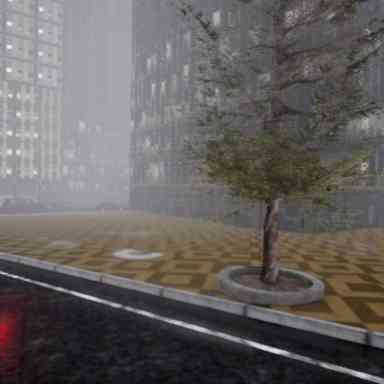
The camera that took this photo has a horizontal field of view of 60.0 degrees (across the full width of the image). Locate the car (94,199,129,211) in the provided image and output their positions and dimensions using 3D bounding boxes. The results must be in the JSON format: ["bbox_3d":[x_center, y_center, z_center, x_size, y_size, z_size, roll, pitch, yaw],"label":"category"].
[{"bbox_3d":[-12.349,2.095,49.712,4.507,1.381,1.887,0,1,-34],"label":"car"}]

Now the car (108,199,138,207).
[{"bbox_3d":[-12.261,1.933,59.320,4.829,1.417,1.752,0,1,-34],"label":"car"}]

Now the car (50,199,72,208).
[{"bbox_3d":[-21.476,1.882,53.012,4.403,1.369,2.008,0,1,-34],"label":"car"}]

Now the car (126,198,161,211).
[{"bbox_3d":[-7.667,1.904,52.911,5.009,1.841,2.192,0,1,-34],"label":"car"}]

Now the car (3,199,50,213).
[{"bbox_3d":[-21.699,1.788,43.304,5.009,1.841,2.192,0,1,-34],"label":"car"}]
